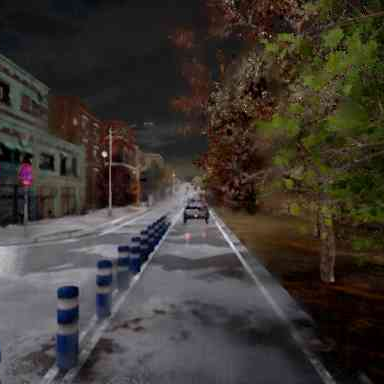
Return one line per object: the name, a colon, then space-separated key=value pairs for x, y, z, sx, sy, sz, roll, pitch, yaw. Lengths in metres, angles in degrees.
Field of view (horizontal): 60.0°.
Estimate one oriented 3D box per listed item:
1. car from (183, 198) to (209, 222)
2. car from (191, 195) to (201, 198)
car: x=0.320 y=1.501 z=26.133 sx=2.128 sy=1.511 sz=4.902 roll=0 pitch=0 yaw=1
car: x=0.804 y=1.290 z=55.233 sx=2.097 sy=1.767 sz=4.553 roll=0 pitch=0 yaw=1
